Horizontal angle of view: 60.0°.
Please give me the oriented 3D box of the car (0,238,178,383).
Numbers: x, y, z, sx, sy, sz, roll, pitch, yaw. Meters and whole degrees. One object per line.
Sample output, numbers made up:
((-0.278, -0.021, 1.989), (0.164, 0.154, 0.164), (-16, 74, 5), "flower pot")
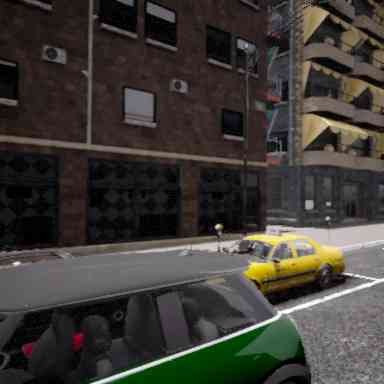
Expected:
((-2.586, 1.605, 4.652), (4.403, 1.369, 2.008), (0, 0, -36), "car")

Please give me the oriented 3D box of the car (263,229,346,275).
((1.755, 1.608, 7.859), (4.829, 1.417, 1.752), (0, 0, -36), "car")

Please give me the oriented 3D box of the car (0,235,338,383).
((-1.169, 1.384, 2.544), (4.553, 1.767, 2.097), (0, -1, -35), "car")
